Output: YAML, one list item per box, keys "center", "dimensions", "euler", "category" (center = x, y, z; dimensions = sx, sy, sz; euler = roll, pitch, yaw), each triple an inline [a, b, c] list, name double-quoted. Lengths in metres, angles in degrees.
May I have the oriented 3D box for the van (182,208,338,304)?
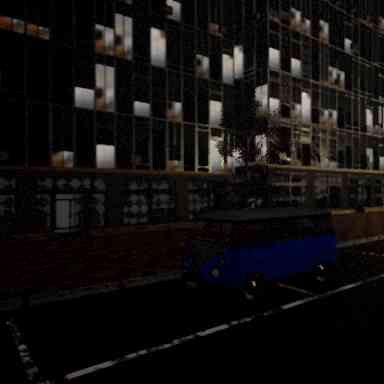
- center: [1.701, 1.293, 7.772]
  dimensions: [3.998, 1.788, 1.690]
  euler: [-1, 0, -36]
  category: "van"
